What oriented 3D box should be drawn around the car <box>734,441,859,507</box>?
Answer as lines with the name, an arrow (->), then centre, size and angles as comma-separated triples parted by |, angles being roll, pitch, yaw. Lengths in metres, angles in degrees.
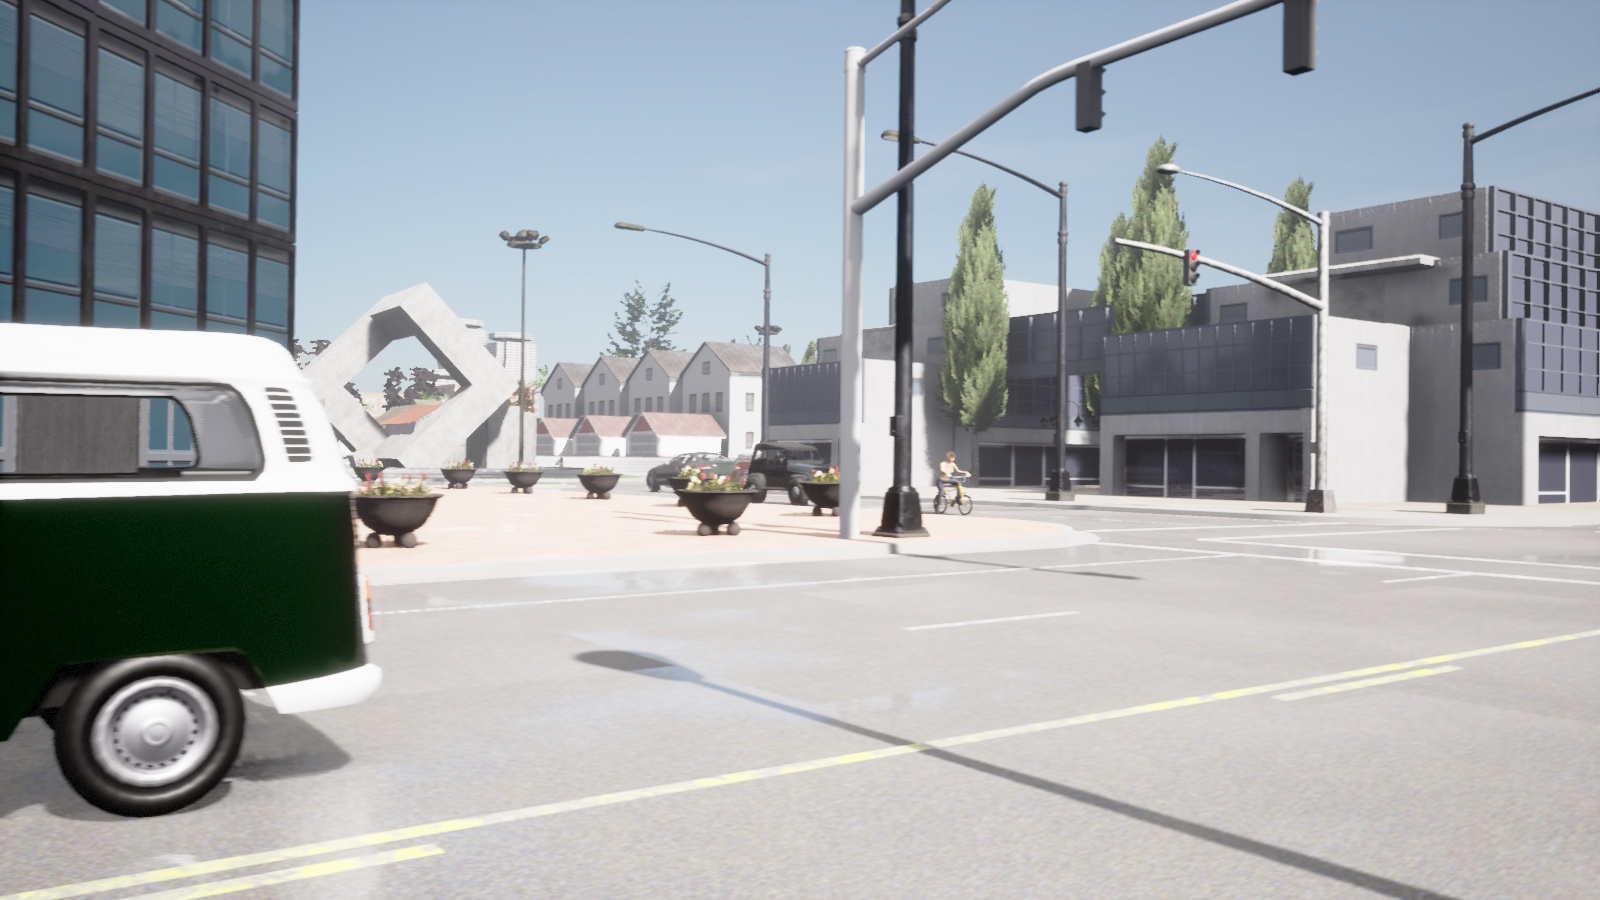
car -> -0.159, 0.711, 37.783 | 1.905, 1.878, 3.866 | 1, -1, -35

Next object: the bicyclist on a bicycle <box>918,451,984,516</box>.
bicyclist on a bicycle -> 3.831, 0.828, 31.959 | 0.866, 1.612, 1.509 | 1, -1, -34

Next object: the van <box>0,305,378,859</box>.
van -> -4.247, 0.489, 4.969 | 4.480, 2.038, 2.069 | 0, 0, -35

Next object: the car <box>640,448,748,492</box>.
car -> -4.311, 0.780, 50.168 | 2.152, 1.651, 5.027 | 1, -1, -33
